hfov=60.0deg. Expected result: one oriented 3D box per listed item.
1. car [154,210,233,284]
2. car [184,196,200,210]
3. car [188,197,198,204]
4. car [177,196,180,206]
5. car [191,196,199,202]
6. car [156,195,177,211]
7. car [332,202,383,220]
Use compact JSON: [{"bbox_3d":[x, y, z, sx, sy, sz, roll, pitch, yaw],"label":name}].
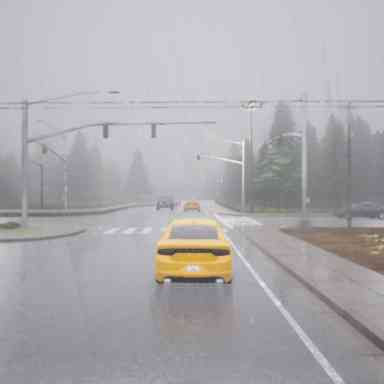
[{"bbox_3d":[0.064,1.516,9.725,1.882,1.535,5.008,0,0,1],"label":"car"},{"bbox_3d":[0.013,1.661,41.999,1.882,1.535,5.008,0,0,0],"label":"car"},{"bbox_3d":[0.290,1.854,72.559,2.033,1.411,5.357,0,0,2],"label":"car"},{"bbox_3d":[-3.546,1.595,55.775,2.097,1.767,4.553,0,0,0],"label":"car"},{"bbox_3d":[0.687,1.803,82.952,1.837,1.490,4.892,0,0,2],"label":"car"},{"bbox_3d":[-3.600,1.420,45.481,2.150,2.045,5.566,0,0,-1],"label":"car"},{"bbox_3d":[14.907,1.660,29.315,4.892,1.490,1.837,0,0,1],"label":"car"}]
